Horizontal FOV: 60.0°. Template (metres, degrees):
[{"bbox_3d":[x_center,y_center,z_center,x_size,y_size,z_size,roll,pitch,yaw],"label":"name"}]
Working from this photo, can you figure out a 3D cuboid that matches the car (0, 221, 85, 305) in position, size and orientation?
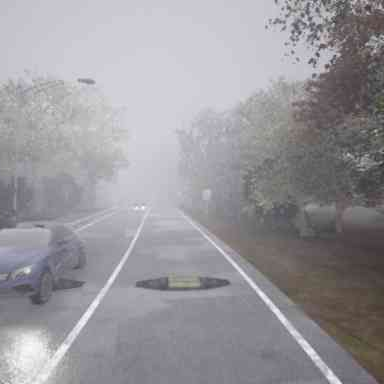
[{"bbox_3d":[-3.957,1.491,8.218,1.812,1.442,4.674,0,-1,-4],"label":"car"}]

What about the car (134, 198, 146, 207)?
[{"bbox_3d":[-8.849,1.832,57.182,2.128,1.511,4.902,0,-3,-6],"label":"car"}]
